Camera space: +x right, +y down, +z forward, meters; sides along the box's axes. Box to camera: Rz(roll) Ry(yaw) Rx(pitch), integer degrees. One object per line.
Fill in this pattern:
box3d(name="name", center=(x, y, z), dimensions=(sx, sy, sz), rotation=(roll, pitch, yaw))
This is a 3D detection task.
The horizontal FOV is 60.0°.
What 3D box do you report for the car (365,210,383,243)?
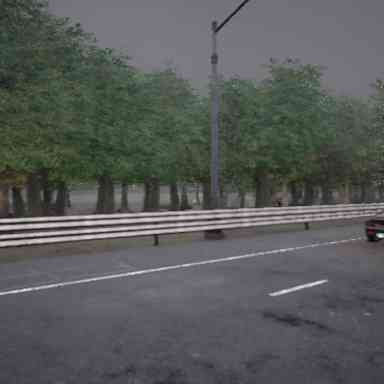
box3d(name="car", center=(9.574, 1.488, 14.726), dimensions=(4.892, 1.490, 1.837), rotation=(0, 0, -34))
